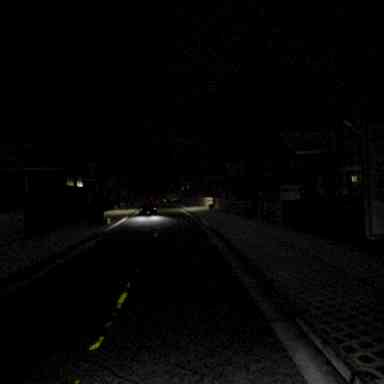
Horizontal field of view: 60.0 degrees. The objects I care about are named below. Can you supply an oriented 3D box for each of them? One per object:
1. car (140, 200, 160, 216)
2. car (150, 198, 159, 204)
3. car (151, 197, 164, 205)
[{"bbox_3d":[-4.890,1.903,37.640,1.895,1.301,4.718,-2,0,-6],"label":"car"},{"bbox_3d":[-9.675,2.256,84.972,1.837,1.490,4.892,-2,-1,-13],"label":"car"},{"bbox_3d":[-7.649,2.031,75.098,2.097,1.767,4.553,-2,-1,-11],"label":"car"}]
